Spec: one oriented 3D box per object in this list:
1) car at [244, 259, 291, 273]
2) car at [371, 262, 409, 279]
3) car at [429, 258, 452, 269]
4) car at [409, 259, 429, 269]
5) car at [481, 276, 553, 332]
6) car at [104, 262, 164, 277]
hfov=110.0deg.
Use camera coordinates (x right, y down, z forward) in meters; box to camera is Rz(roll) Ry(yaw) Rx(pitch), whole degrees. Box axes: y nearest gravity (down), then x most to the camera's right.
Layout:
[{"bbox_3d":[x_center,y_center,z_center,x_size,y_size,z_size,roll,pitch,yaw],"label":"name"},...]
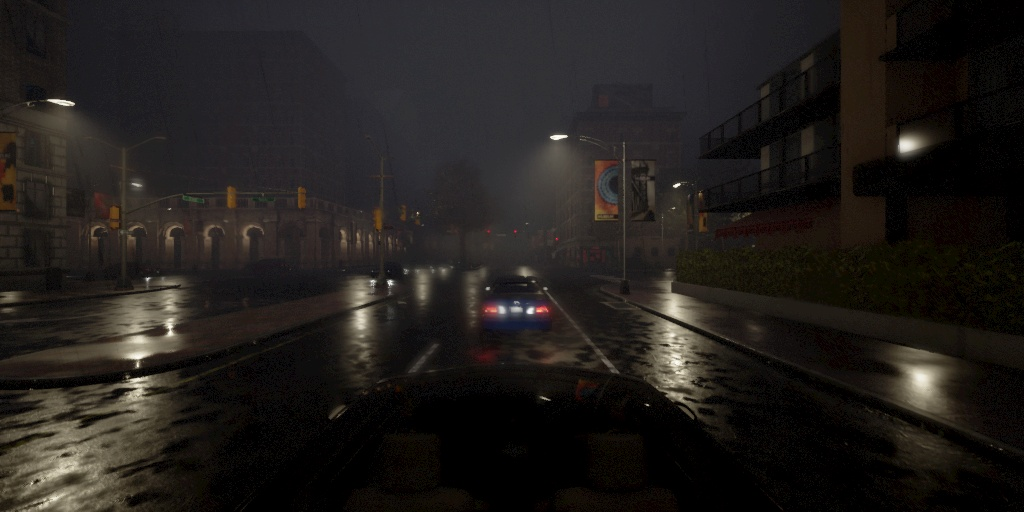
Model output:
[{"bbox_3d":[-28.538,1.102,41.896,4.553,1.767,2.097,0,0,-4],"label":"car"},{"bbox_3d":[-11.308,1.275,32.943,1.812,1.442,4.674,0,0,1],"label":"car"},{"bbox_3d":[-11.076,1.228,55.831,1.882,1.535,5.008,0,0,1],"label":"car"},{"bbox_3d":[-14.587,1.228,54.896,1.882,1.535,5.008,0,0,1],"label":"car"},{"bbox_3d":[0.150,1.297,10.819,2.033,1.411,5.357,0,0,1],"label":"car"},{"bbox_3d":[-36.561,1.276,34.666,4.674,1.442,1.812,0,0,0],"label":"car"}]
